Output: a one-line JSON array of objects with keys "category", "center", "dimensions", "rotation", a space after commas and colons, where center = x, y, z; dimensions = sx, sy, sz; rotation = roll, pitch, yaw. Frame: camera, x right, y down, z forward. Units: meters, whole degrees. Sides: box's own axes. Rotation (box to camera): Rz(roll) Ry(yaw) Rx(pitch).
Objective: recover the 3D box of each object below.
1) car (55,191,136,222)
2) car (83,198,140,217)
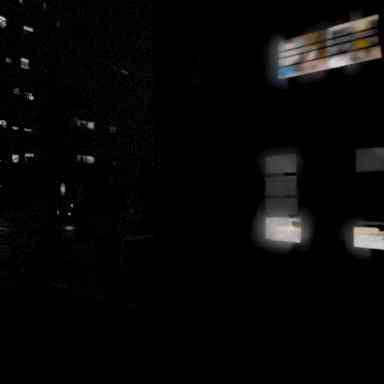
[{"category": "car", "center": [-6.949, 0.936, 23.454], "dimensions": [2.150, 2.045, 5.566], "rotation": [-1, 0, 36]}, {"category": "car", "center": [-6.731, 1.252, 28.290], "dimensions": [1.887, 1.381, 4.507], "rotation": [0, 0, 36]}]
